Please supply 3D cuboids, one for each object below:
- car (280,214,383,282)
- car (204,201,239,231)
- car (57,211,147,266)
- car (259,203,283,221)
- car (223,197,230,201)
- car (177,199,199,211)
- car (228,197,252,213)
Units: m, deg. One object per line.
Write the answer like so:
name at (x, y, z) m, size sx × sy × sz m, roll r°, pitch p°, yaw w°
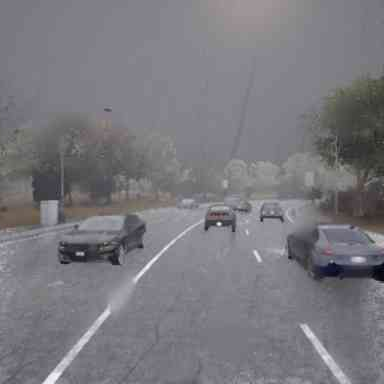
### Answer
car at (4.126, 1.593, 9.959) m, size 1.994 × 1.385 × 4.181 m, roll 0°, pitch 0°, yaw 4°
car at (1.880, 1.543, 21.008) m, size 1.837 × 1.490 × 4.892 m, roll 0°, pitch 0°, yaw 9°
car at (-2.941, 1.485, 11.889) m, size 1.882 × 1.535 × 5.008 m, roll 0°, pitch 0°, yaw 5°
car at (6.558, 1.614, 27.566) m, size 2.033 × 1.411 × 5.357 m, roll 0°, pitch 0°, yaw 12°
car at (5.968, 1.598, 51.261) m, size 1.837 × 1.490 × 4.892 m, roll 0°, pitch 0°, yaw 21°
car at (-0.493, 1.579, 43.030) m, size 1.812 × 1.442 × 4.674 m, roll 0°, pitch 0°, yaw 17°
car at (5.792, 1.643, 38.898) m, size 1.994 × 1.385 × 4.181 m, roll 0°, pitch 0°, yaw 16°
